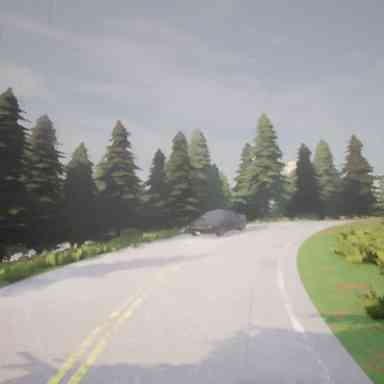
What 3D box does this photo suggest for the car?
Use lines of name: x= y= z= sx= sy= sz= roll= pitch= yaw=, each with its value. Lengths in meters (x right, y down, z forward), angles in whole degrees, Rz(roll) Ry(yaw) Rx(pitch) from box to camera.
car: x=1.603 y=1.752 z=19.657 sx=2.033 sy=1.411 sz=5.357 roll=-3 pitch=-2 yaw=30
